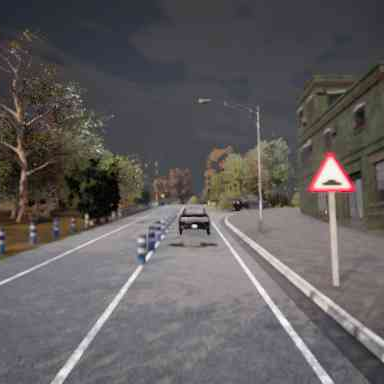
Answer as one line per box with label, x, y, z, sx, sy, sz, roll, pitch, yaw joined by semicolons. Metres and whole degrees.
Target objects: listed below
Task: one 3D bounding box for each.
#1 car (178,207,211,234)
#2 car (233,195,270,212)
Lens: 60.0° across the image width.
car;0.144;1.684;20.681;2.128;1.511;4.902;0;-1;0
car;7.562;1.422;42.247;5.566;2.045;2.150;2;-7;-44
